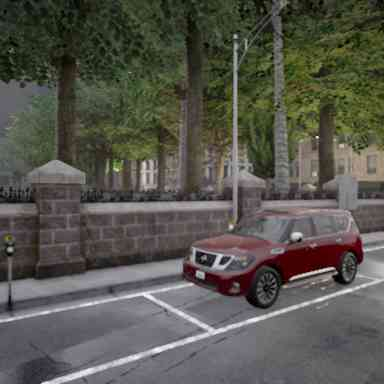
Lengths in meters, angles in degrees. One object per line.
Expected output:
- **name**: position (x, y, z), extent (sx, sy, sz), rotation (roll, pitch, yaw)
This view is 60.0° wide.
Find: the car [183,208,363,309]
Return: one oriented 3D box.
- **car**: position (2.206, 1.353, 8.138), extent (5.009, 1.841, 2.192), rotation (0, 0, -36)
